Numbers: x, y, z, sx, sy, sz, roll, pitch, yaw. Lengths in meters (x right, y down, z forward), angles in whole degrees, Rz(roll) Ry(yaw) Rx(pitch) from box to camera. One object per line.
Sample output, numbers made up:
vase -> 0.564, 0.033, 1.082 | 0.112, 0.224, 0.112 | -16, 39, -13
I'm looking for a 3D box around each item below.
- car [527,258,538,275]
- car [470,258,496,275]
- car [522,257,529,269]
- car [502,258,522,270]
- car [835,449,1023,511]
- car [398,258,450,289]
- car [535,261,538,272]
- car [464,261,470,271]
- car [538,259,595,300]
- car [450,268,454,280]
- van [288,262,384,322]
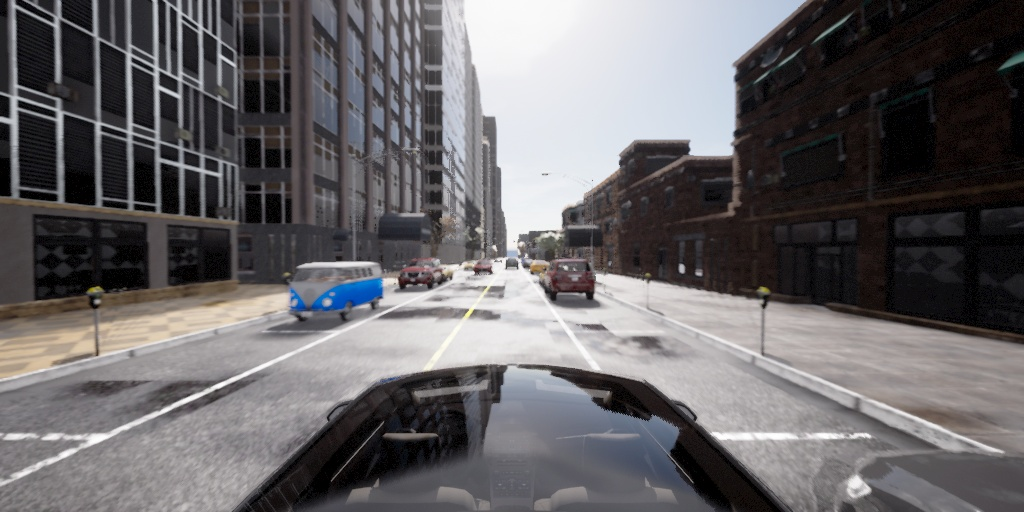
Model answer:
car -> 2.992, 1.227, 39.939 | 1.882, 1.535, 5.008 | 0, 0, 0
car -> -3.075, 1.226, 39.481 | 1.882, 1.535, 5.008 | 0, 0, 0
car -> 2.679, 1.314, 56.323 | 1.948, 1.339, 4.313 | 0, 0, 0
car -> -0.006, 1.098, 53.999 | 2.097, 1.767, 4.553 | 0, 0, 0
car -> 2.702, 1.301, 0.242 | 2.007, 1.370, 4.403 | 0, 0, 0
car -> -5.695, 1.064, 23.124 | 2.192, 1.841, 5.009 | 0, 0, 0
car -> 2.686, 1.275, 23.286 | 1.751, 1.417, 4.829 | 0, 0, 0
car -> -5.701, 1.274, 50.629 | 1.751, 1.417, 4.829 | 0, 0, 0
car -> 2.686, 1.064, 17.582 | 2.192, 1.841, 5.009 | 0, 0, 0
car -> -5.697, 1.275, 28.490 | 1.751, 1.417, 4.829 | 0, 0, 0
van -> -5.693, 1.091, 12.055 | 1.690, 1.789, 3.998 | 0, 0, 0
